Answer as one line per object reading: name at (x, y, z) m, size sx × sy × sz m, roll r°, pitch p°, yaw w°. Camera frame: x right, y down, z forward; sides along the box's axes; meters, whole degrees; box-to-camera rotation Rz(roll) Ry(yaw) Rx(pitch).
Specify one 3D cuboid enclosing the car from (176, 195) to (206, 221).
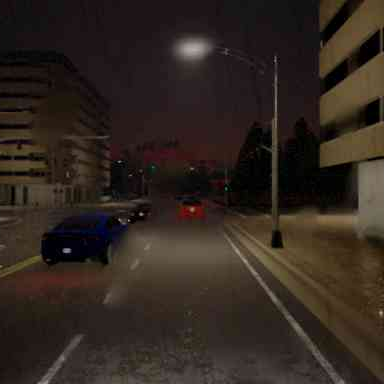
car at (0.028, 1.362, 27.567) m, size 2.097 × 1.767 × 4.553 m, roll 0°, pitch 1°, yaw 0°

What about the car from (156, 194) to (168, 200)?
car at (-7.047, 1.588, 74.643) m, size 1.882 × 1.535 × 5.008 m, roll 0°, pitch 0°, yaw 0°

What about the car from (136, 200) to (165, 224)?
car at (-3.488, 1.575, 25.466) m, size 2.033 × 1.411 × 5.357 m, roll 0°, pitch 0°, yaw 1°

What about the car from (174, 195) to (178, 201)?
car at (-3.554, 1.603, 86.412) m, size 1.882 × 1.535 × 5.008 m, roll 0°, pitch 0°, yaw 0°

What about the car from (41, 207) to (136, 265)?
car at (-3.476, 1.495, 11.792) m, size 1.882 × 1.535 × 5.008 m, roll 0°, pitch 0°, yaw 1°

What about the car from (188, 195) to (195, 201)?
car at (-0.054, 1.648, 86.671) m, size 1.812 × 1.442 × 4.674 m, roll 0°, pitch 0°, yaw 0°
